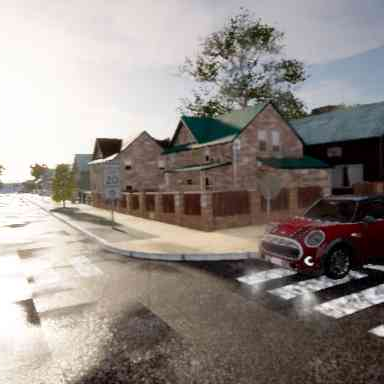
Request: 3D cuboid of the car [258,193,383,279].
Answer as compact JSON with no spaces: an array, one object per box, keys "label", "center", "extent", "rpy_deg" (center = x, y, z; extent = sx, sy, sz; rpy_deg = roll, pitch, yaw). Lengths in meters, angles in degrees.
[{"label":"car","center":[3.920,0.886,8.528],"extent":[4.553,1.767,2.097],"rpy_deg":[-3,3,-26]}]
